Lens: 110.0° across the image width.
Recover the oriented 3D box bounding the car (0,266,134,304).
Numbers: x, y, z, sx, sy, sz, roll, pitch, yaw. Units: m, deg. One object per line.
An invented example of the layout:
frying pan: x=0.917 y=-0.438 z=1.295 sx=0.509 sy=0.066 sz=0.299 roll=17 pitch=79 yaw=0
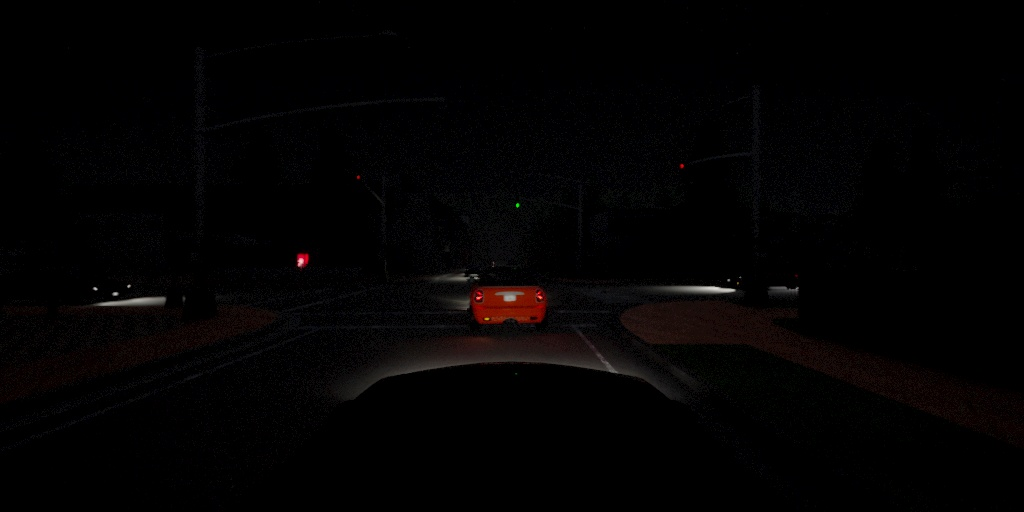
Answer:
car: x=-20.346 y=1.307 z=15.933 sx=5.357 sy=1.411 sz=2.033 roll=0 pitch=0 yaw=-2

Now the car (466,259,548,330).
car: x=-0.288 y=1.096 z=11.281 sx=2.097 sy=1.767 sz=4.553 roll=0 pitch=0 yaw=-6

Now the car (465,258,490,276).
car: x=-3.604 y=1.212 z=36.306 sx=1.882 sy=1.535 sz=5.008 roll=0 pitch=0 yaw=0

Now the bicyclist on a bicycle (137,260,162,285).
bicyclist on a bicycle: x=-23.562 y=1.057 z=23.321 sx=0.582 sy=1.620 sz=1.656 roll=0 pitch=0 yaw=-2

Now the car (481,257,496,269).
car: x=-3.567 y=1.077 z=55.565 sx=2.097 sy=1.767 sz=4.553 roll=0 pitch=0 yaw=0

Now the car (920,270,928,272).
car: x=32.917 y=1.319 z=27.081 sx=4.718 sy=1.301 sz=1.895 roll=0 pitch=0 yaw=-25

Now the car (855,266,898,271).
car: x=23.683 y=1.321 z=23.663 sx=4.718 sy=1.301 sz=1.895 roll=0 pitch=0 yaw=-16

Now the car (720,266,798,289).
car: x=15.066 y=1.285 z=21.943 sx=4.181 sy=1.385 sz=1.994 roll=0 pitch=0 yaw=-8
